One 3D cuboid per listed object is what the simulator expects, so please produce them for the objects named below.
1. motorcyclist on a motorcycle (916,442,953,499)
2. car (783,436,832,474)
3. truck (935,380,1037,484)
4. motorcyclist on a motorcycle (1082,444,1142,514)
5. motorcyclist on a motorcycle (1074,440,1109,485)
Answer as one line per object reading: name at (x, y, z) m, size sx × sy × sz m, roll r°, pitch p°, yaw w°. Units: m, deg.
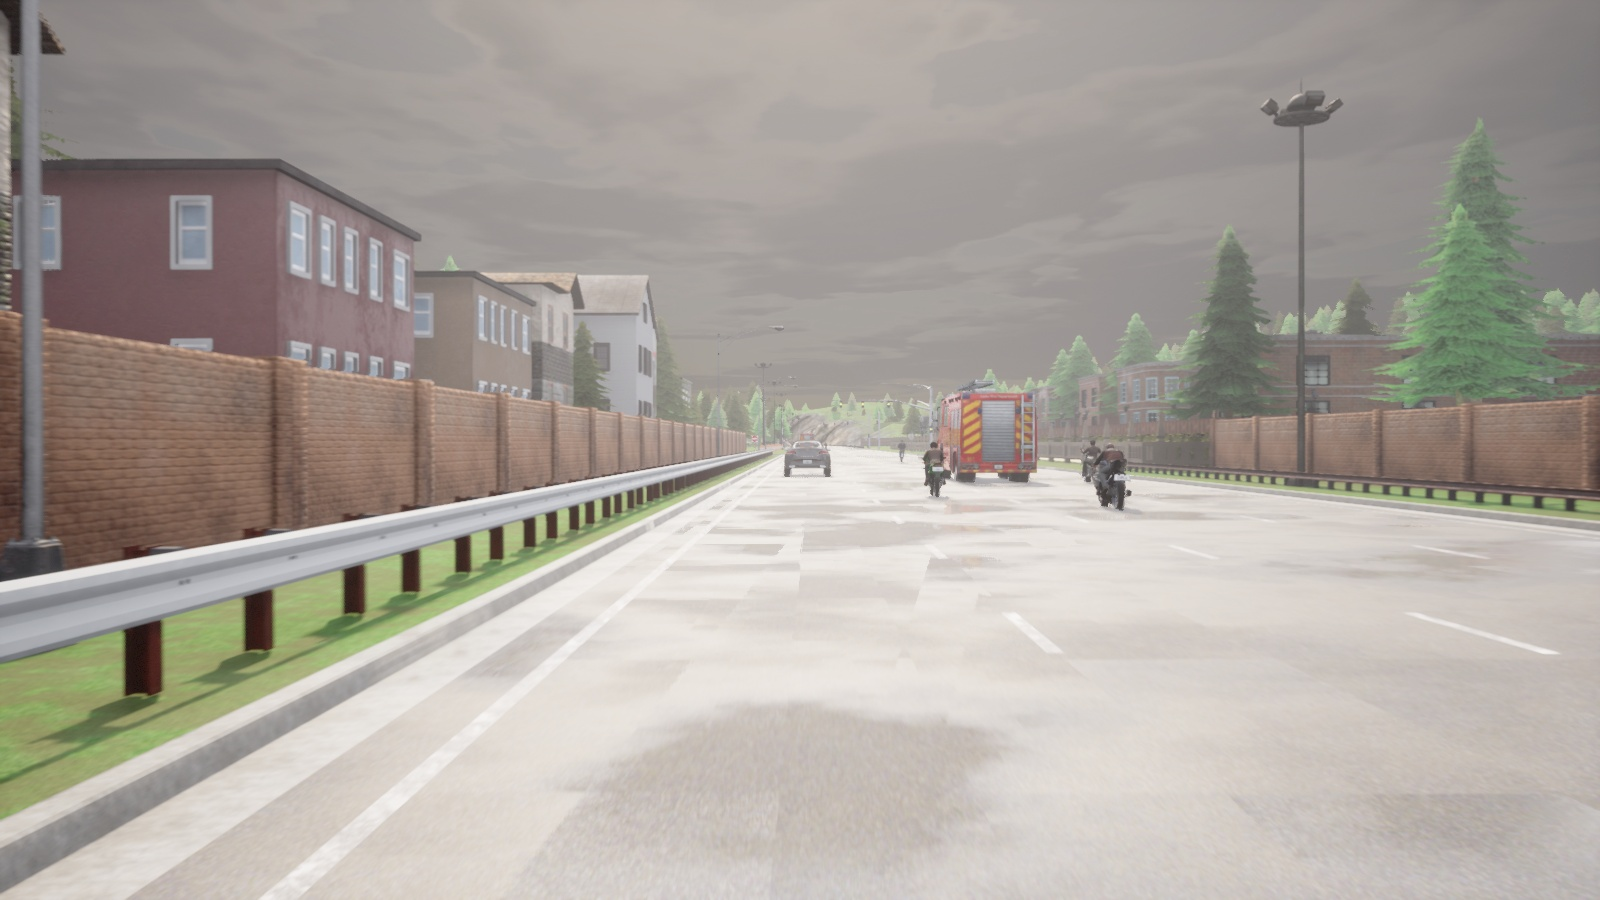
motorcyclist on a motorcycle at (3.713, 0.537, 34.758) m, size 0.797 × 1.523 × 2.044 m, roll 0°, pitch 0°, yaw 0°
car at (0.345, 0.200, 57.995) m, size 2.152 × 1.651 × 5.027 m, roll 0°, pitch 0°, yaw 0°
truck at (7.303, -0.695, 50.406) m, size 2.891 × 3.827 × 8.468 m, roll 0°, pitch 0°, yaw 0°
motorcyclist on a motorcycle at (7.069, 0.627, 28.545) m, size 0.866 × 1.530 × 2.191 m, roll 0°, pitch 0°, yaw 1°
motorcyclist on a motorcycle at (10.780, 0.445, 46.468) m, size 0.766 × 1.649 × 2.350 m, roll 0°, pitch 0°, yaw 0°
